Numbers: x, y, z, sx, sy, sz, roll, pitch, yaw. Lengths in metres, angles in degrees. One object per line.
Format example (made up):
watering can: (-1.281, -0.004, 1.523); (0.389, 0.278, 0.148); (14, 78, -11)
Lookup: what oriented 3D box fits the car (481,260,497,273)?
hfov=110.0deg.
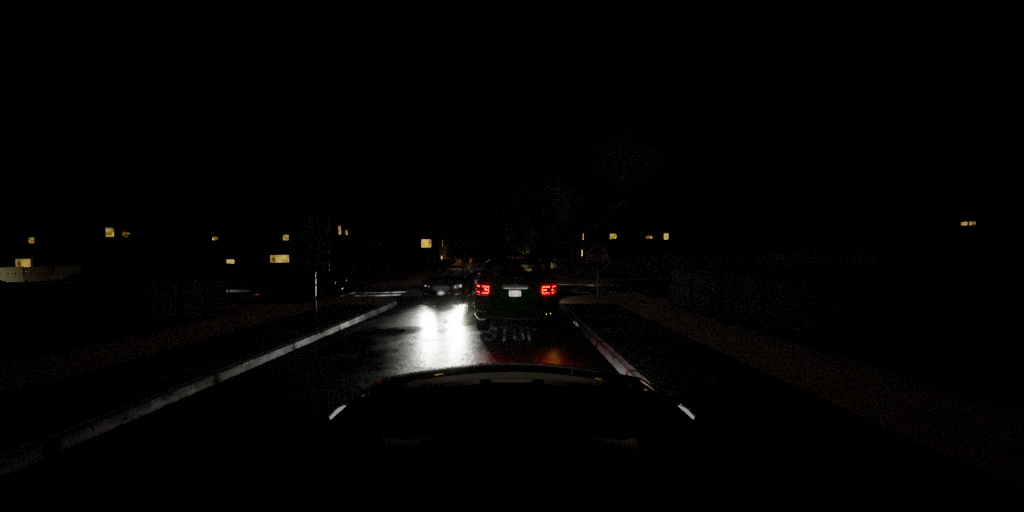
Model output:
car: (-2.915, 1.316, 46.248); (1.812, 1.442, 4.674); (0, 0, 0)

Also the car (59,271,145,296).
car: (-22.135, 1.598, 19.731); (4.892, 1.490, 1.837); (-1, 2, -1)

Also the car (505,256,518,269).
car: (-0.104, 1.051, 60.903); (2.150, 2.045, 5.566); (0, 0, 0)

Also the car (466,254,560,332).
car: (0.264, 0.968, 11.023); (2.150, 2.045, 5.566); (0, 0, 4)

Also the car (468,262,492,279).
car: (-2.906, 1.292, 33.602); (1.812, 1.442, 4.674); (0, 0, 0)

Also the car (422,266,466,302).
car: (-2.880, 1.245, 16.982); (2.128, 1.511, 4.902); (0, 0, 0)

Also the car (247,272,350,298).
car: (-11.691, 1.540, 19.943); (4.718, 1.301, 1.895); (-1, 2, -3)

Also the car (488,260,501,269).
car: (-2.914, 1.391, 60.108); (1.994, 1.385, 4.181); (0, 0, 0)
